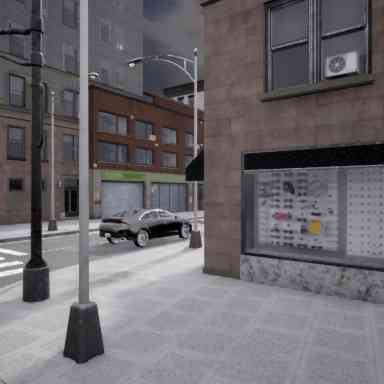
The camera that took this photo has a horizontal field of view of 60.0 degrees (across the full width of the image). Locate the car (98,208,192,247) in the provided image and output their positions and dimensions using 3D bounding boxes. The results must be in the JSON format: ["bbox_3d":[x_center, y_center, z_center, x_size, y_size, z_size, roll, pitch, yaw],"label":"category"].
[{"bbox_3d":[-1.886,1.459,14.956,2.128,1.511,4.902,0,0,35],"label":"car"}]
